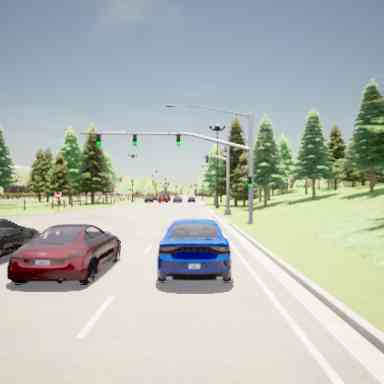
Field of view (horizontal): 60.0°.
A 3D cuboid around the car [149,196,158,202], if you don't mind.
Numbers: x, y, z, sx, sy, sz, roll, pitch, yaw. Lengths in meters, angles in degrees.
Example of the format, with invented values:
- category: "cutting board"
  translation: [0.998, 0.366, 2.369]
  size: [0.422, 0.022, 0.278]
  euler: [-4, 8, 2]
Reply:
- category: "car"
  translation: [-10.622, 1.859, 92.548]
  size: [1.837, 1.490, 4.892]
  euler: [0, 0, 0]

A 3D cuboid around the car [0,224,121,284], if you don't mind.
- category: "car"
  translation: [-3.442, 1.621, 9.749]
  size: [1.994, 1.385, 4.181]
  euler: [0, 0, 1]

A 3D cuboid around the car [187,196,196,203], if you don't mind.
- category: "car"
  translation: [-0.109, 1.937, 82.141]
  size: [1.882, 1.535, 5.008]
  euler: [0, 0, 0]

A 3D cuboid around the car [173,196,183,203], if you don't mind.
- category: "car"
  translation: [-3.609, 1.816, 82.491]
  size: [2.097, 1.767, 4.553]
  euler: [0, 0, 0]

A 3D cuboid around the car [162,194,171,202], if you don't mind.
- category: "car"
  translation: [-7.122, 1.584, 92.584]
  size: [2.150, 2.045, 5.566]
  euler: [0, 0, 0]

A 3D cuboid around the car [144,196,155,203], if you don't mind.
- category: "car"
  translation: [-10.609, 1.959, 82.127]
  size: [1.837, 1.490, 4.892]
  euler: [0, 0, 0]

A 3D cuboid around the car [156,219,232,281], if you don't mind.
- category: "car"
  translation: [0.066, 1.535, 10.027]
  size: [1.882, 1.535, 5.008]
  euler: [0, 0, 0]

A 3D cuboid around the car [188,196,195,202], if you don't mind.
- category: "car"
  translation: [-0.122, 1.911, 92.561]
  size: [1.994, 1.385, 4.181]
  euler: [0, 0, 0]

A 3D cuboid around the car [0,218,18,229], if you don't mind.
- category: "car"
  translation: [-6.927, 1.591, 11.317]
  size: [1.812, 1.442, 4.674]
  euler: [0, 0, 0]

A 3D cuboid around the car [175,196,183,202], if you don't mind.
- category: "car"
  translation: [-3.622, 1.911, 92.557]
  size: [1.994, 1.385, 4.181]
  euler: [0, 0, 0]

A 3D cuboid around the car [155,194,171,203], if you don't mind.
- category: "car"
  translation: [-7.109, 1.684, 82.163]
  size: [2.150, 2.045, 5.566]
  euler: [0, 0, 0]
